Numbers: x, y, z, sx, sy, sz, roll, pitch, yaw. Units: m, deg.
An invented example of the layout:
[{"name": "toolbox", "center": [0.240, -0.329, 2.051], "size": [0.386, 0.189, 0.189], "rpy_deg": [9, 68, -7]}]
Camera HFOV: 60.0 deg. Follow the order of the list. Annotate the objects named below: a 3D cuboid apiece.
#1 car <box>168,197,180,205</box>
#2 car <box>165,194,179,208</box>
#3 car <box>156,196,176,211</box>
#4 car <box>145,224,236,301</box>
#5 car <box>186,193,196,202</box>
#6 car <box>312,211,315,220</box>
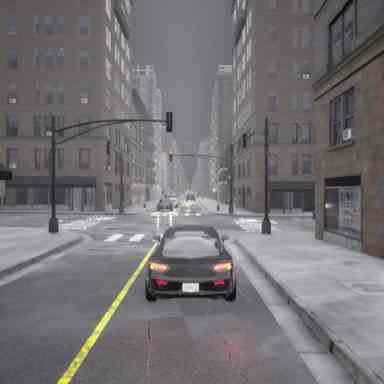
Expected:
[{"name": "car", "center": [-3.293, 1.633, 61.433], "size": [2.033, 1.411, 5.357], "rpy_deg": [0, 0, 0]}, {"name": "car", "center": [-3.285, 1.287, 50.854], "size": [2.150, 2.045, 5.566], "rpy_deg": [0, 0, 0]}, {"name": "car", "center": [-3.264, 1.552, 40.800], "size": [1.837, 1.490, 4.892], "rpy_deg": [0, 0, -2]}, {"name": "car", "center": [-0.024, 1.526, 8.196], "size": [1.812, 1.442, 4.674], "rpy_deg": [0, 0, 0]}, {"name": "car", "center": [-0.306, 1.349, 81.732], "size": [2.150, 2.045, 5.566], "rpy_deg": [0, 0, 0]}, {"name": "car", "center": [12.257, 1.718, 26.825], "size": [5.008, 1.535, 1.882], "rpy_deg": [1, 0, -1]}]
